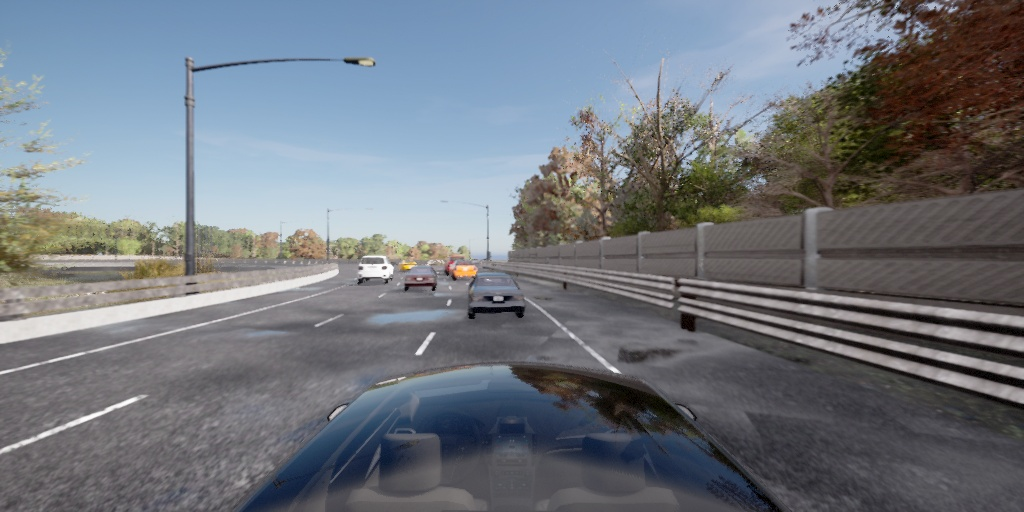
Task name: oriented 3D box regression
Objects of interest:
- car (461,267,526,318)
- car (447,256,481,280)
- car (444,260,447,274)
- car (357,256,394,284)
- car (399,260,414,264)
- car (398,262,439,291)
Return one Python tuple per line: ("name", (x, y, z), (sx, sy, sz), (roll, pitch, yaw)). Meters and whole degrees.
("car", (-0.686, 1.301, 13.048), (2.033, 1.411, 5.357), (0, 0, -6))
("car", (-4.297, 1.121, 31.345), (2.097, 1.767, 4.553), (0, 0, -14))
("car", (-6.013, 0.997, 38.559), (2.150, 2.045, 5.566), (0, 0, -13))
("car", (-10.464, 1.012, 27.749), (2.150, 2.045, 5.566), (0, 0, -14))
("car", (-13.713, 1.282, 47.060), (1.882, 1.535, 5.008), (0, 0, -25))
("car", (-5.621, 1.320, 22.360), (2.033, 1.411, 5.357), (0, 0, -11))
